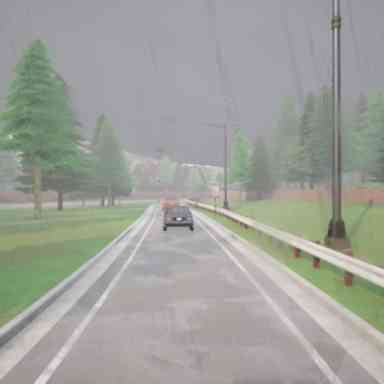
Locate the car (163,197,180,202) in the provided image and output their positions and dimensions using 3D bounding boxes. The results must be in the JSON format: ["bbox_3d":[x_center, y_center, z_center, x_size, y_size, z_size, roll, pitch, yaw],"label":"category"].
[{"bbox_3d":[-2.603,1.403,41.851,2.097,1.767,4.553,0,0,-5],"label":"car"}]

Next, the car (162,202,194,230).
[{"bbox_3d":[-0.887,1.572,21.152,2.033,1.411,5.357,0,0,-4],"label":"car"}]
